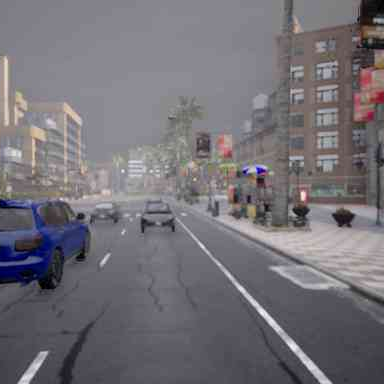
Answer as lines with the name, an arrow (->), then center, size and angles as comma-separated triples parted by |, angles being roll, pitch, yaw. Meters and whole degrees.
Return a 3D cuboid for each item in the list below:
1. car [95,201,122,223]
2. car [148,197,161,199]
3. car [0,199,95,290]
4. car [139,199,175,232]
car -> -6.115, 1.407, 23.958 | 1.812, 1.442, 4.674 | 0, 0, -7
car -> -3.895, 1.296, 34.691 | 2.128, 1.511, 4.902 | 0, 0, -7
car -> -4.293, 1.186, 8.961 | 2.150, 2.045, 5.566 | 0, 0, -6
car -> -2.005, 1.382, 19.336 | 2.128, 1.511, 4.902 | 0, 0, -7
